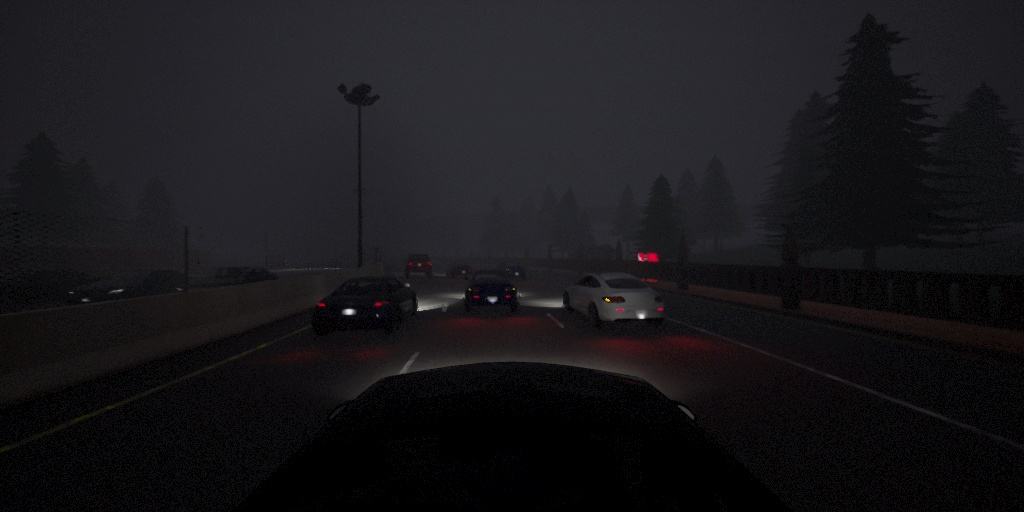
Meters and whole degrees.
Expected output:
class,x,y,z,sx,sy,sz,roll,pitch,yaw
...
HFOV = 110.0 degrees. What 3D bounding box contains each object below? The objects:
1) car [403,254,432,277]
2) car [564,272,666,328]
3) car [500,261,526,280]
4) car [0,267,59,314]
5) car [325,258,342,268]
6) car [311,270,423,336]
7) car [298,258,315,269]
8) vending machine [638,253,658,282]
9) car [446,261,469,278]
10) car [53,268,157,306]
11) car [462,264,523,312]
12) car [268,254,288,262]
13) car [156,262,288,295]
class,x,y,z,sx,sy,sz,roll,pitch,yaw
car,-8.465,0.814,32.204,2.150,2.045,5.566,0,0,-18
car,2.935,1.207,11.029,1.812,1.442,4.674,0,0,-6
car,-0.218,1.109,28.656,1.812,1.442,4.674,0,0,-15
car,-18.695,1.222,13.889,1.882,1.535,5.008,0,0,-9
car,-27.056,1.072,54.303,2.033,1.411,5.357,0,0,-33
car,-4.018,1.275,10.420,1.994,1.385,4.181,0,0,-5
car,-30.610,1.069,53.324,1.812,1.442,4.674,0,0,-34
vending machine,9.078,0.773,23.992,1.100,2.100,0.880,0,0,-11
car,-4.579,1.109,31.251,1.812,1.442,4.674,0,0,-17
car,-15.297,1.251,14.864,1.812,1.442,4.674,0,0,-9
car,-0.884,1.204,13.821,1.812,1.442,4.674,0,0,-7
car,-33.693,0.786,51.657,2.150,2.045,5.566,0,0,-34
car,-11.838,1.201,15.273,2.128,1.511,4.902,0,0,-9
